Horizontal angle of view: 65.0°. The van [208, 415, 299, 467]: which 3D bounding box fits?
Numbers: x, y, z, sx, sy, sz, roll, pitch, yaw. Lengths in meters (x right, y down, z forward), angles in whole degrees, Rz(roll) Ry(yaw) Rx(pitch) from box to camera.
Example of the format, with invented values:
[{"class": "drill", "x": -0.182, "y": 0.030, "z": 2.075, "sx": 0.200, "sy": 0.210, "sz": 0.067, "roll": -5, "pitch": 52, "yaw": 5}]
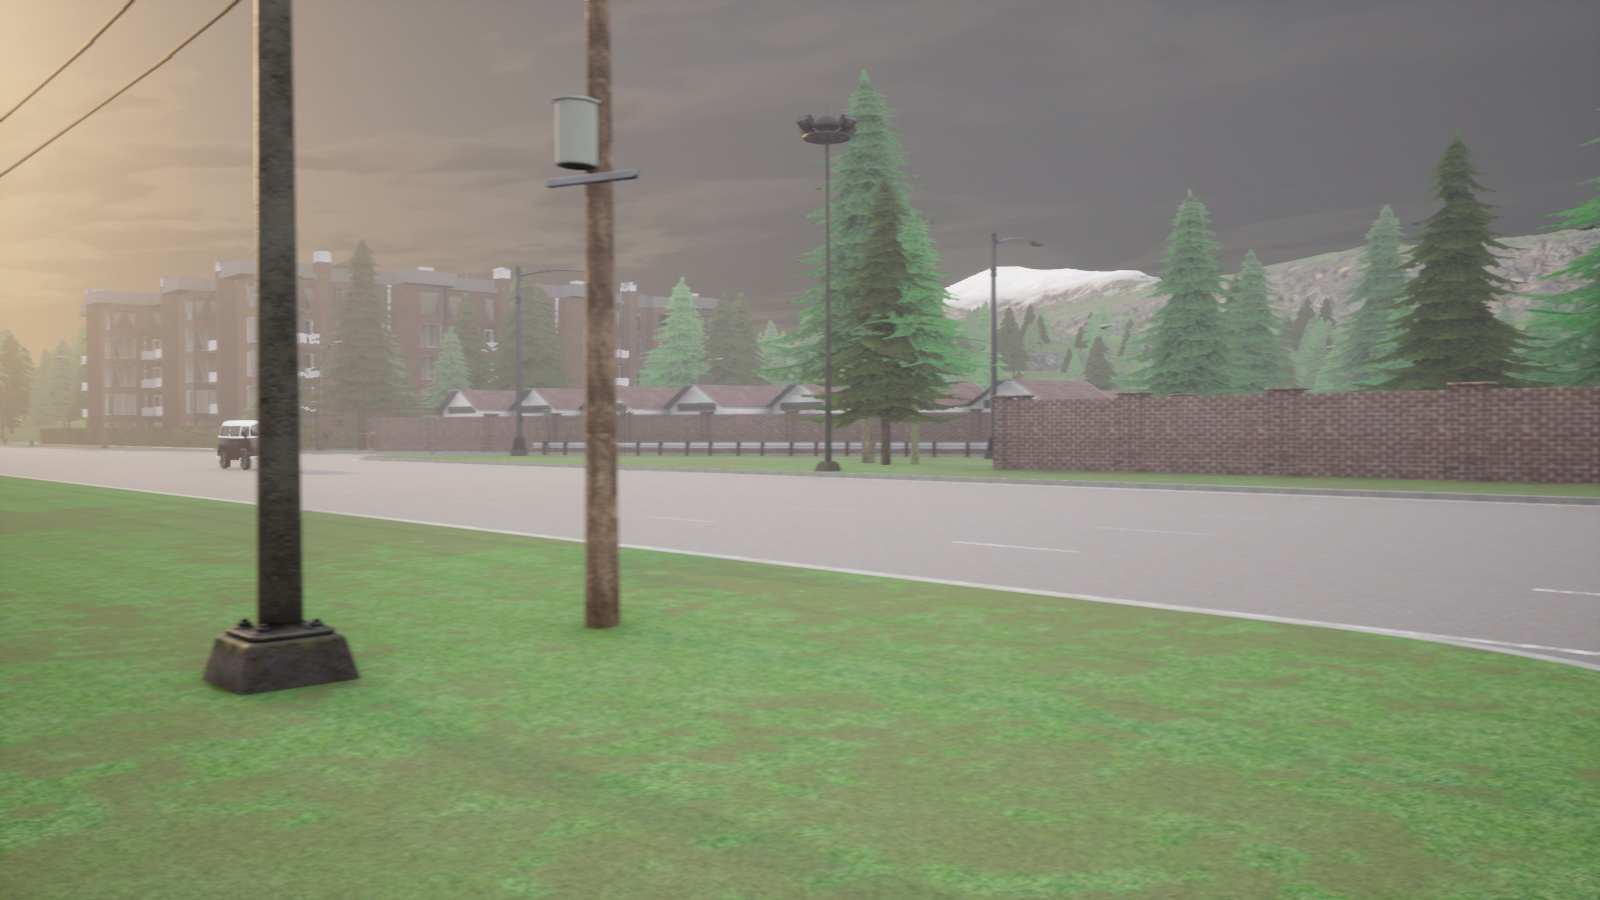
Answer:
[{"class": "van", "x": -22.522, "y": -0.393, "z": 51.665, "sx": 2.069, "sy": 2.038, "sz": 4.480, "roll": -1, "pitch": 1, "yaw": -43}]
